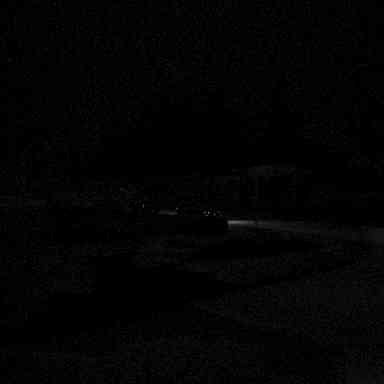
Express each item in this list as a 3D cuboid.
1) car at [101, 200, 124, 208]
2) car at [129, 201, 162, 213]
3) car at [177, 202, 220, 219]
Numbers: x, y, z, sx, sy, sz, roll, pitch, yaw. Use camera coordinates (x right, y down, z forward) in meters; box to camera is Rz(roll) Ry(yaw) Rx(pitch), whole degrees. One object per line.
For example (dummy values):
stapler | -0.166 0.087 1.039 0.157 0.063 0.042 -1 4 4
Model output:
car | -11.105 1.733 45.870 1.895 1.301 4.718 1 0 -35
car | -5.290 1.733 37.670 1.895 1.301 4.718 1 0 -35
car | 0.480 1.637 29.566 1.837 1.490 4.892 1 0 -35
